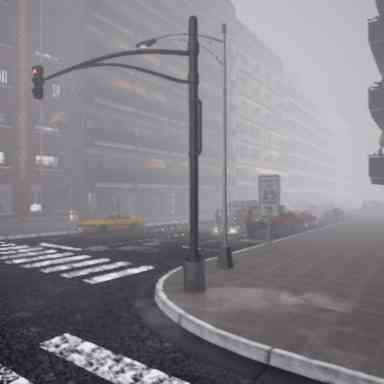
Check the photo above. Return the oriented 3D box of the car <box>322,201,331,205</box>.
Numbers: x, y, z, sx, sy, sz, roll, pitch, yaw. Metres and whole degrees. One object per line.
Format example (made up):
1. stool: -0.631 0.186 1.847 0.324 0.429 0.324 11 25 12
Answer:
1. car: 24.252 2.805 63.077 1.887 1.381 4.507 -1 -2 35

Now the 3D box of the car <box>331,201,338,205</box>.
1. car: 27.498 2.675 67.721 2.192 1.841 5.009 -1 -2 35

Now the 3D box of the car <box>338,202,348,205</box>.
1. car: 33.998 3.103 76.994 1.887 1.381 4.507 -1 -2 35

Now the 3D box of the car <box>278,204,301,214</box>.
1. car: 14.406 2.480 49.020 1.752 1.417 4.829 -2 -2 35

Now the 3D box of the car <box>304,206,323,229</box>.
1. car: 8.382 2.060 25.864 1.887 1.381 4.507 -2 -2 35

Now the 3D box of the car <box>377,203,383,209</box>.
1. car: 44.123 3.187 76.890 1.947 1.339 4.313 -2 -2 35

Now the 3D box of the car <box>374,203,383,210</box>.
1. car: 40.870 3.068 72.255 1.887 1.381 4.507 -2 -2 35

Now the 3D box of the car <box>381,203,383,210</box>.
1. car: 34.370 2.641 62.983 2.192 1.841 5.009 -2 -2 35

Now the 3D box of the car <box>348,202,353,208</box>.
1. car: 40.497 3.319 86.273 1.947 1.339 4.313 -1 -2 35

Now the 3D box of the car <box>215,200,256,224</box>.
1. car: 4.205 1.777 29.915 2.150 2.045 5.566 0 -1 35

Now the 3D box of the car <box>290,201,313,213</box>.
1. car: 17.752 2.374 53.804 2.192 1.841 5.009 -1 -2 35

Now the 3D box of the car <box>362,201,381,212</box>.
1. car: 31.121 2.541 58.343 2.192 1.841 5.009 -2 -2 35

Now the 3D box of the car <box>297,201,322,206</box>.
1. car: 16.641 2.422 47.509 1.882 1.535 5.008 0 -1 35

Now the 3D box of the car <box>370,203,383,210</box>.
1. car: 37.621 2.991 67.615 1.947 1.339 4.313 -2 -2 35

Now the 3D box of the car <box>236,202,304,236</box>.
1. car: 5.131 1.727 21.232 2.192 1.841 5.009 -2 -2 35

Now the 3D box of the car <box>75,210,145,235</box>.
1. car: -5.086 1.865 21.185 1.752 1.417 4.829 -2 -2 35

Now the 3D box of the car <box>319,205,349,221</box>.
1. car: 14.880 2.301 35.141 1.802 1.307 4.206 -2 -2 35
